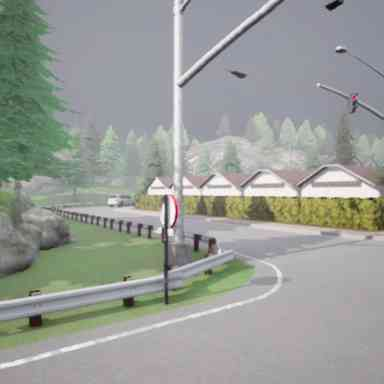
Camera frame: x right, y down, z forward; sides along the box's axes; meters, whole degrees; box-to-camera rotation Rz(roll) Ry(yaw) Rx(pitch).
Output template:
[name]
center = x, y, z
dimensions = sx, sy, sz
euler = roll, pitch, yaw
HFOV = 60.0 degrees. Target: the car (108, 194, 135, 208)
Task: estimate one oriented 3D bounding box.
[car]
center = -10.898, 1.411, 53.367
dimensions = 2.150, 2.045, 5.566
euler = 0, 0, 33
